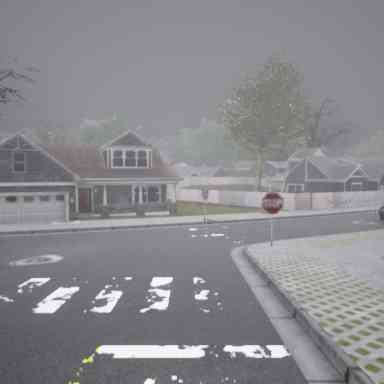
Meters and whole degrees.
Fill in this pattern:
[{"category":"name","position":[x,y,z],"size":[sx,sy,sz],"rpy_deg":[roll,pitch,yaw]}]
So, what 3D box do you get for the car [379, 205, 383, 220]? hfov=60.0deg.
[{"category":"car","position":[15.524,1.340,24.173],"size":[4.892,1.490,1.837],"rpy_deg":[-1,4,-33]}]
